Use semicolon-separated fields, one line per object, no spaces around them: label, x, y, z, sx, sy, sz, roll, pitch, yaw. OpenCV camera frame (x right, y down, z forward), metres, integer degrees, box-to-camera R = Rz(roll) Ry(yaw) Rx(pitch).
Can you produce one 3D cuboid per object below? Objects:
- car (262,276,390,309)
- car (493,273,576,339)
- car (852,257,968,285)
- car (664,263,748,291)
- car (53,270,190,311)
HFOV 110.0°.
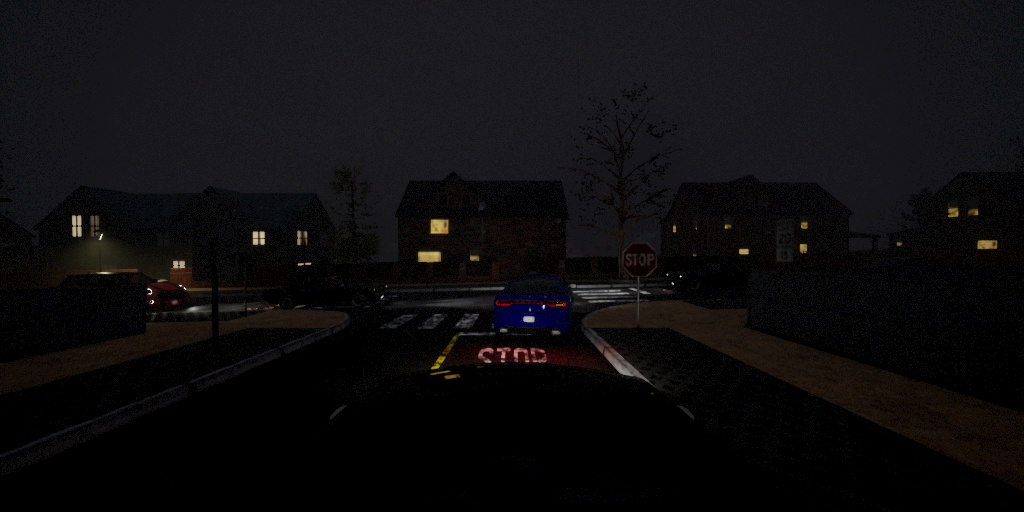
car;-7.807;1.506;15.457;4.718;1.301;1.895;-1;1;0
car;0.789;1.226;10.247;1.882;1.535;5.008;0;0;10
car;20.061;0.753;18.413;5.357;1.411;2.033;-1;1;0
car;10.416;1.034;18.380;4.718;1.301;1.895;-1;1;-1
car;-16.795;1.472;15.452;4.553;1.767;2.097;-1;1;0
